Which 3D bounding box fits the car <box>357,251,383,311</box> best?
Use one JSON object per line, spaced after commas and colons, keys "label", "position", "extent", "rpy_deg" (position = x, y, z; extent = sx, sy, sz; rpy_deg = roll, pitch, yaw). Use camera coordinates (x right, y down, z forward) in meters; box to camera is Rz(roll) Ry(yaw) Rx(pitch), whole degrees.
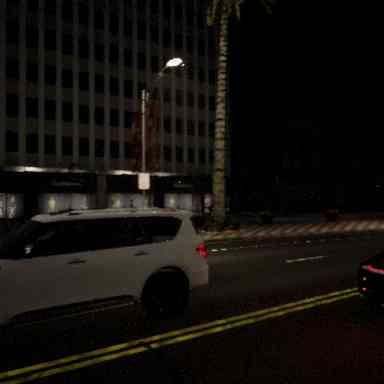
{"label": "car", "position": [5.410, 1.585, 6.619], "extent": [4.902, 1.511, 2.128], "rpy_deg": [0, -1, -29]}

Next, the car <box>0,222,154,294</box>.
{"label": "car", "position": [-3.633, 1.743, 9.582], "extent": [4.674, 1.442, 1.812], "rpy_deg": [0, -1, -30]}

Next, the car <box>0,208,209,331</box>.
{"label": "car", "position": [-2.302, 1.367, 6.350], "extent": [5.566, 2.045, 2.150], "rpy_deg": [0, -1, -31]}
